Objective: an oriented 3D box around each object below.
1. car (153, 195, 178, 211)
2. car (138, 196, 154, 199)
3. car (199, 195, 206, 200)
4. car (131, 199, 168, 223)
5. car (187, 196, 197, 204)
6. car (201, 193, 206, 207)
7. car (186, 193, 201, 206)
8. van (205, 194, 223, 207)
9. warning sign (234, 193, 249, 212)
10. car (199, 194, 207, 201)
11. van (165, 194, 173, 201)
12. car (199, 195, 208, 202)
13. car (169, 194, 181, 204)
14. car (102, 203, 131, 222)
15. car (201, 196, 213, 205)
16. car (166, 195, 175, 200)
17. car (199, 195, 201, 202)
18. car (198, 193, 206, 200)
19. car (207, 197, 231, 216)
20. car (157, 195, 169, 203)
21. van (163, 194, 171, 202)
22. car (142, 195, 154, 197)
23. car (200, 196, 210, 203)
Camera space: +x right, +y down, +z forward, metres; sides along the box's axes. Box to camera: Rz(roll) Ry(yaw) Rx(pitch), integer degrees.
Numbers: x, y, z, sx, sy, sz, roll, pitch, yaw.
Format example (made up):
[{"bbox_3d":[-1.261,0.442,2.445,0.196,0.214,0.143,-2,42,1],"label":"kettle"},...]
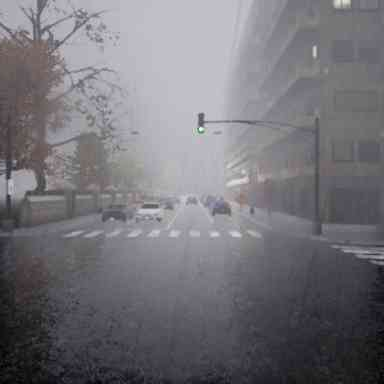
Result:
[{"bbox_3d":[-3.095,1.440,39.707,2.128,1.511,4.902,0,0,0],"label":"car"},{"bbox_3d":[-5.688,1.478,36.940,1.752,1.417,4.829,0,0,0],"label":"car"},{"bbox_3d":[2.689,1.530,87.781,1.802,1.307,4.206,0,0,0],"label":"car"},{"bbox_3d":[-3.099,1.491,25.251,1.812,1.442,4.674,0,0,0],"label":"car"},{"bbox_3d":[-0.001,1.490,64.983,2.033,1.411,5.357,0,0,0],"label":"car"},{"bbox_3d":[2.691,1.385,48.370,1.967,1.590,4.097,0,0,0],"label":"car"},{"bbox_3d":[-0.002,1.435,54.565,2.128,1.511,4.902,0,0,0],"label":"car"},{"bbox_3d":[2.692,1.293,37.110,1.690,1.788,3.998,0,0,0],"label":"van"},{"bbox_3d":[5.064,1.070,34.122,1.300,1.860,1.060,0,0,0],"label":"warning sign"},{"bbox_3d":[2.689,1.385,82.150,1.967,1.590,4.097,0,0,0],"label":"car"},{"bbox_3d":[-5.691,1.286,82.150,1.690,1.788,3.998,0,0,0],"label":"van"},{"bbox_3d":[2.689,1.487,76.521,1.887,1.381,4.507,0,0,0],"label":"car"},{"bbox_3d":[-3.003,1.439,59.863,2.128,1.511,4.902,0,0,0],"label":"car"},{"bbox_3d":[-5.688,1.530,25.849,1.947,1.339,4.313,0,0,0],"label":"car"},{"bbox_3d":[2.690,1.486,59.630,1.887,1.381,4.507,0,0,0],"label":"car"},{"bbox_3d":[-5.692,1.499,87.780,2.008,1.369,4.403,0,0,0],"label":"car"},{"bbox_3d":[2.690,1.494,54.000,2.008,1.369,4.403,0,0,0],"label":"car"},{"bbox_3d":[2.689,1.268,93.411,2.192,1.841,5.009,0,0,0],"label":"car"},{"bbox_3d":[2.692,1.502,31.479,1.887,1.381,4.507,0,0,0],"label":"car"},{"bbox_3d":[-5.690,1.381,65.260,1.967,1.590,4.097,0,0,0],"label":"car"},{"bbox_3d":[-5.691,1.284,76.521,1.690,1.788,3.998,0,0,0],"label":"van"},{"bbox_3d":[-5.689,1.264,42.740,2.192,1.841,5.009,0,0,0],"label":"car"},{"bbox_3d":[2.689,1.491,70.891,2.008,1.369,4.403,0,0,0],"label":"car"}]
